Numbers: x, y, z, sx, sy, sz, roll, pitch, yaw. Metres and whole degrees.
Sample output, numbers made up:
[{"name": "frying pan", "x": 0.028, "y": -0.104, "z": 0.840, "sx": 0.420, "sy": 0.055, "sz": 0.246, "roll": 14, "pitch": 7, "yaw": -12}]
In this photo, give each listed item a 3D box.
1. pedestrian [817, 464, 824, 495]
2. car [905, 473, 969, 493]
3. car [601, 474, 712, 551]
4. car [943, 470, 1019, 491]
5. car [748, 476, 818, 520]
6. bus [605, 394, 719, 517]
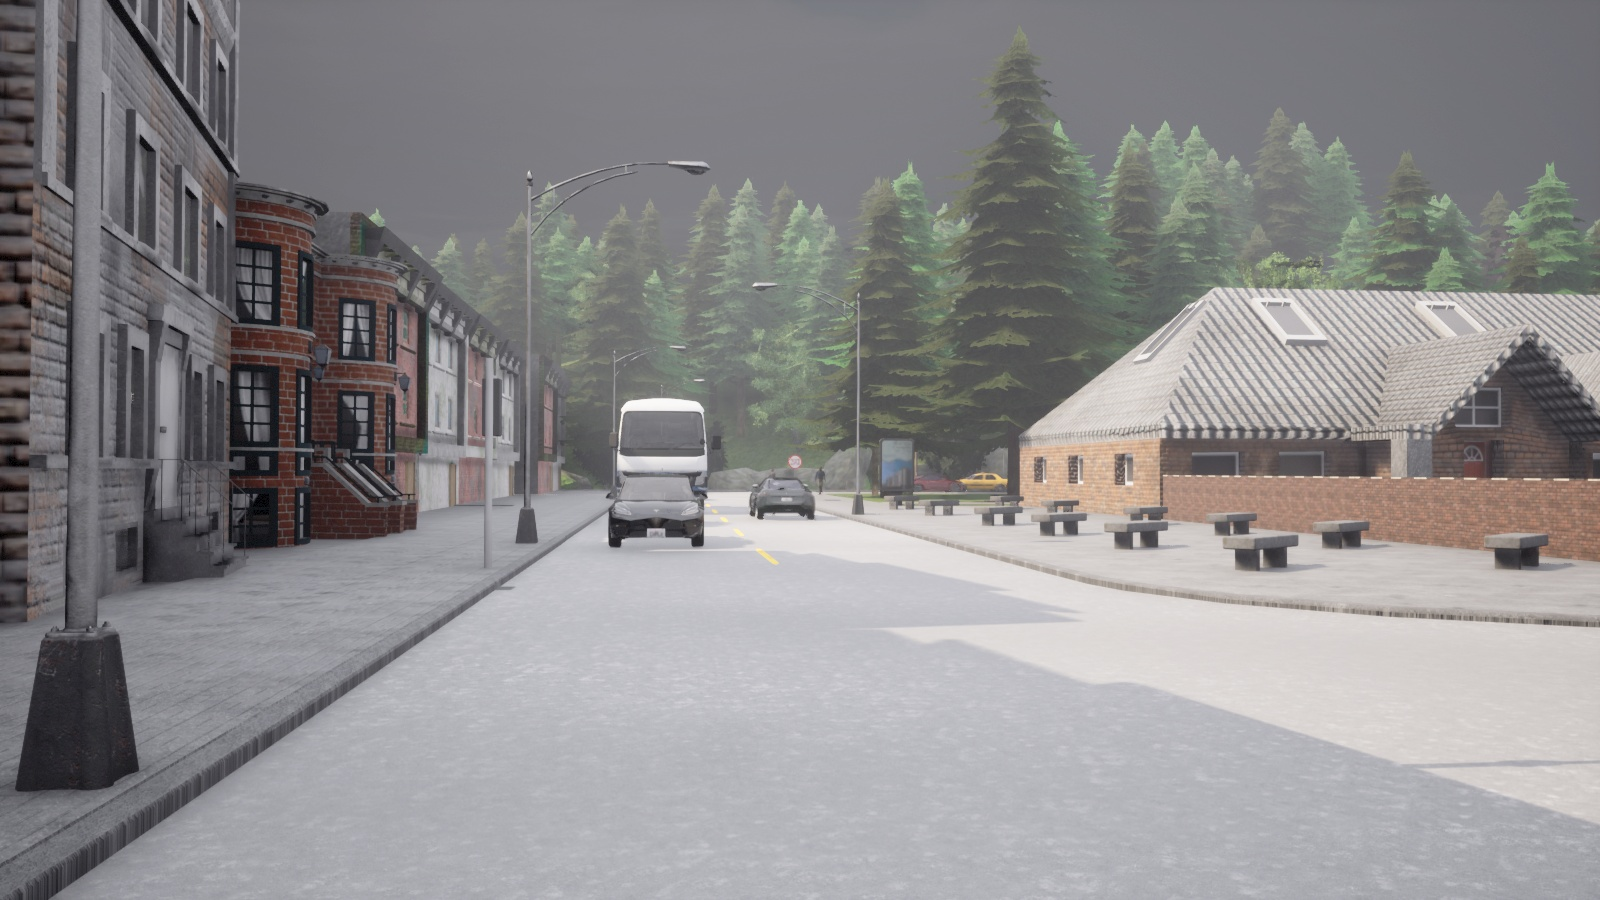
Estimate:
[{"name": "pedestrian", "x": 1.245, "y": 1.793, "z": 76.012, "sx": 0.370, "sy": 1.835, "sz": 0.726, "roll": 0, "pitch": -1, "yaw": -6}, {"name": "car", "x": 9.652, "y": 2.329, "z": 88.874, "sx": 4.181, "sy": 1.385, "sz": 1.994, "roll": 0, "pitch": -1, "yaw": -6}, {"name": "car", "x": -3.082, "y": 1.283, "z": 27.195, "sx": 2.163, "sy": 1.488, "sz": 4.792, "roll": 0, "pitch": -1, "yaw": -6}, {"name": "car", "x": 13.427, "y": 2.263, "z": 93.303, "sx": 5.366, "sy": 1.575, "sz": 1.801, "roll": 0, "pitch": -1, "yaw": -6}, {"name": "car", "x": -0.631, "y": 1.590, "z": 42.320, "sx": 1.994, "sy": 1.385, "sz": 4.181, "roll": 0, "pitch": -1, "yaw": -6}, {"name": "bus", "x": -5.334, "y": 0.279, "z": 48.933, "sx": 3.944, "sy": 4.253, "sz": 10.273, "roll": 0, "pitch": -1, "yaw": -6}]
